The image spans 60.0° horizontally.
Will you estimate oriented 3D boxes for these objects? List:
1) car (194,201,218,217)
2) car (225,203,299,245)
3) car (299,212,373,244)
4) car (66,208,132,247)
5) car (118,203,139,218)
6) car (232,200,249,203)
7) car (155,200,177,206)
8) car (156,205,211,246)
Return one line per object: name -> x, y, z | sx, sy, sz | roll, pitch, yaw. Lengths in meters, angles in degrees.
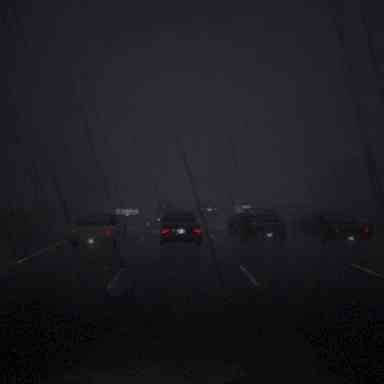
car -> 1.096, 1.563, 31.423 | 2.033, 1.411, 5.357 | 0, 0, -9
car -> 2.896, 1.495, 15.605 | 2.128, 1.511, 4.902 | 0, 0, -4
car -> 6.384, 1.616, 15.900 | 1.895, 1.301, 4.718 | 0, 0, -4
car -> -4.086, 1.616, 15.106 | 1.895, 1.301, 4.718 | 0, 0, -4
car -> -5.829, 1.616, 30.400 | 1.895, 1.301, 4.718 | 0, 0, -9
car -> 4.556, 1.533, 31.950 | 1.812, 1.442, 4.674 | 0, 0, -9
car -> -2.365, 1.485, 30.897 | 1.882, 1.535, 5.008 | 0, 0, -9
car -> -0.594, 1.563, 15.341 | 2.033, 1.411, 5.357 | 0, 0, -4
